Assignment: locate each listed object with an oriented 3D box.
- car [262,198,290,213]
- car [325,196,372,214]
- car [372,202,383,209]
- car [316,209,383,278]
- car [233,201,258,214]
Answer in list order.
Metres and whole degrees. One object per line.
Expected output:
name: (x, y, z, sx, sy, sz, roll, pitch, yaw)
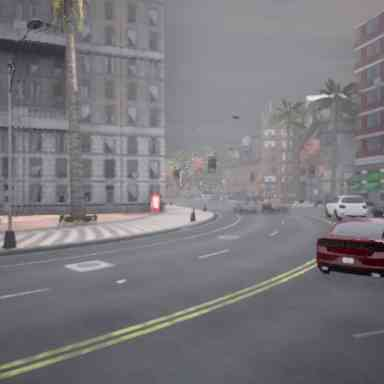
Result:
car: (9.680, 1.518, 38.775, 2.097, 1.767, 4.553, 0, 0, -5)
car: (12.833, 1.308, 27.957, 2.150, 2.045, 5.566, 0, 0, 10)
car: (16.112, 1.553, 27.063, 2.128, 1.511, 4.902, 0, 0, 11)
car: (5.331, 1.506, 10.048, 1.882, 1.535, 5.008, 0, 0, 38)
car: (6.245, 1.789, 39.152, 1.895, 1.301, 4.718, 0, 0, -5)
